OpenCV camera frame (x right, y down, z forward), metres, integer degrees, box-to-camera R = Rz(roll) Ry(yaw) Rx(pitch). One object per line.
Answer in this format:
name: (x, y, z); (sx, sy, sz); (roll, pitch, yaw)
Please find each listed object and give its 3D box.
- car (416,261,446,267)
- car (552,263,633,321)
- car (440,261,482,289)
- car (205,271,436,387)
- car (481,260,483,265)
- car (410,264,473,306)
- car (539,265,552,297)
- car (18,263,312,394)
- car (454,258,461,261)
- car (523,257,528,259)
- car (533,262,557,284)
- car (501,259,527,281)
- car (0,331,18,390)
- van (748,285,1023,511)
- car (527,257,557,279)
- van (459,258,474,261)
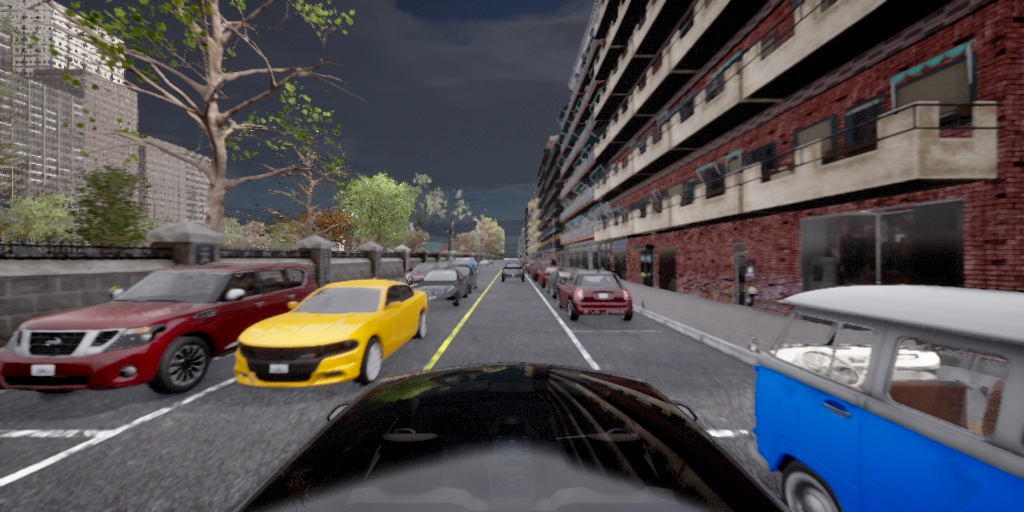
car: (-5.695, 1.211, 23.755); (1.967, 1.591, 4.097); (0, 0, 0)
car: (2.688, 1.199, 12.496); (1.967, 1.591, 4.097); (0, 0, 0)
car: (-3.041, 1.289, 20.694); (1.837, 1.490, 4.892); (0, 1, 0)
car: (-3.077, 1.232, 7.249); (1.882, 1.535, 5.008); (0, 0, 0)
car: (-5.701, 1.369, 51.903); (2.007, 1.370, 4.403); (0, 0, 0)
car: (-3.004, 1.278, 15.890); (1.812, 1.442, 4.674); (0, 1, 0)
car: (2.686, 1.316, 18.126); (2.007, 1.370, 4.403); (0, 0, 0)
car: (-5.692, 1.069, 6.864); (2.192, 1.841, 5.009); (0, 0, 0)
car: (-5.696, 1.219, 29.384); (1.967, 1.591, 4.097); (0, 0, 0)
car: (2.681, 1.247, 46.275); (1.967, 1.591, 4.097); (0, 0, 0)
car: (2.685, 1.317, 23.756); (1.888, 1.381, 4.507); (0, 0, 0)
car: (0.092, 1.273, 29.883); (2.128, 1.511, 4.902); (0, 0, 0)
car: (-5.690, 1.275, 1.065); (1.751, 1.417, 4.829); (0, 0, 0)
van: (2.691, 1.091, 1.236); (1.690, 1.789, 3.998); (0, 0, 0)
car: (2.685, 1.094, 29.386); (2.192, 1.841, 5.009); (0, 0, 0)
van: (-5.699, 1.137, 40.644); (1.690, 1.789, 3.998); (0, 0, 0)
